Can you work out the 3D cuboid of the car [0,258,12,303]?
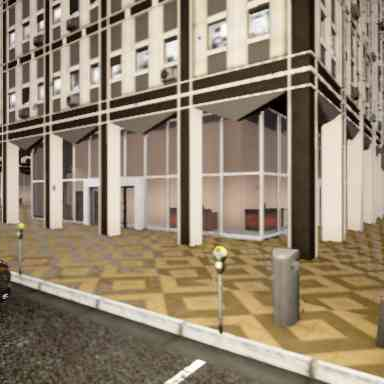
[{"bbox_3d":[-5.302,1.503,6.661,4.403,1.369,2.008,0,0,35],"label":"car"}]
